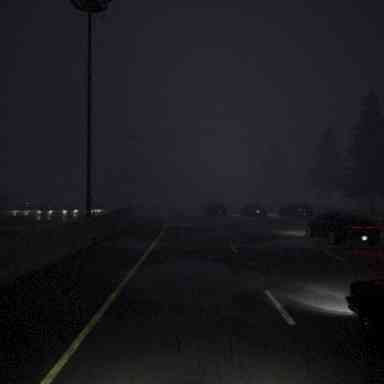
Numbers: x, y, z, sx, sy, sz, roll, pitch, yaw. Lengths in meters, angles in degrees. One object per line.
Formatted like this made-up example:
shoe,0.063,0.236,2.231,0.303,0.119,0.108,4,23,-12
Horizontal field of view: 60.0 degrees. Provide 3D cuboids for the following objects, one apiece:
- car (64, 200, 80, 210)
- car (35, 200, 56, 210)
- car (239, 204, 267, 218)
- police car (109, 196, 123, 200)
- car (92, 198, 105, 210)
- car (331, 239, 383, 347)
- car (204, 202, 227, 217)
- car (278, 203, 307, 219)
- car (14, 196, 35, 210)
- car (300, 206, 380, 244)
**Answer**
car,-18.405,1.992,51.165,1.812,1.442,4.674,0,0,-13
car,-21.824,1.962,50.343,1.837,1.490,4.892,0,-1,-14
car,6.133,1.873,33.960,1.994,1.385,4.181,0,0,-6
police car,-20.207,2.250,90.663,1.930,1.638,5.238,0,-1,-29
car,-14.770,2.027,50.941,1.994,1.385,4.181,0,0,-13
car,3.600,1.579,3.369,2.033,1.411,5.357,0,0,0
car,2.457,1.800,35.469,1.882,1.535,5.008,0,0,-6
car,9.829,1.783,32.006,2.128,1.511,4.902,0,0,-5
car,-25.615,1.691,51.128,2.150,2.045,5.566,0,-1,-14
car,7.087,1.653,16.121,1.837,1.490,4.892,0,0,-1
